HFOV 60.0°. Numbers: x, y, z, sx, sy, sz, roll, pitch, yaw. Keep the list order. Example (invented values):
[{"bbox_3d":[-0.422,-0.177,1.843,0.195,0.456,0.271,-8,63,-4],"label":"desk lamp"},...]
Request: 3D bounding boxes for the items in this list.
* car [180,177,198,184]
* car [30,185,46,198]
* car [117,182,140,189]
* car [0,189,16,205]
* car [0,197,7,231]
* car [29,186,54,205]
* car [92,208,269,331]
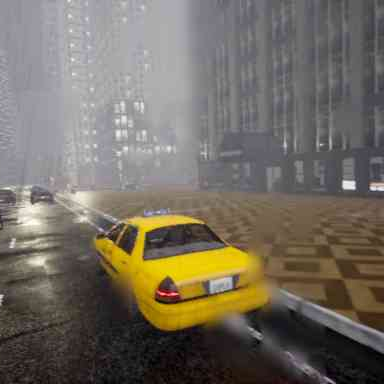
[{"bbox_3d":[-0.680,-2.723,77.845,4.097,1.590,1.967,-4,4,-27],"label":"car"},{"bbox_3d":[-21.193,-0.097,45.652,1.812,1.442,4.674,-4,4,-26],"label":"car"},{"bbox_3d":[-11.907,-1.222,62.649,4.403,1.369,2.008,-4,4,-27],"label":"car"},{"bbox_3d":[-17.984,0.492,31.855,1.882,1.535,5.008,-4,4,-26],"label":"car"},{"bbox_3d":[-9.195,1.177,14.010,1.994,1.385,4.181,-4,4,-26],"label":"car"},{"bbox_3d":[-14.457,0.399,31.992,1.994,1.385,4.181,-4,4,-26],"label":"car"},{"bbox_3d":[-0.761,1.087,6.542,1.801,1.575,5.366,-4,4,-26],"label":"car"}]
